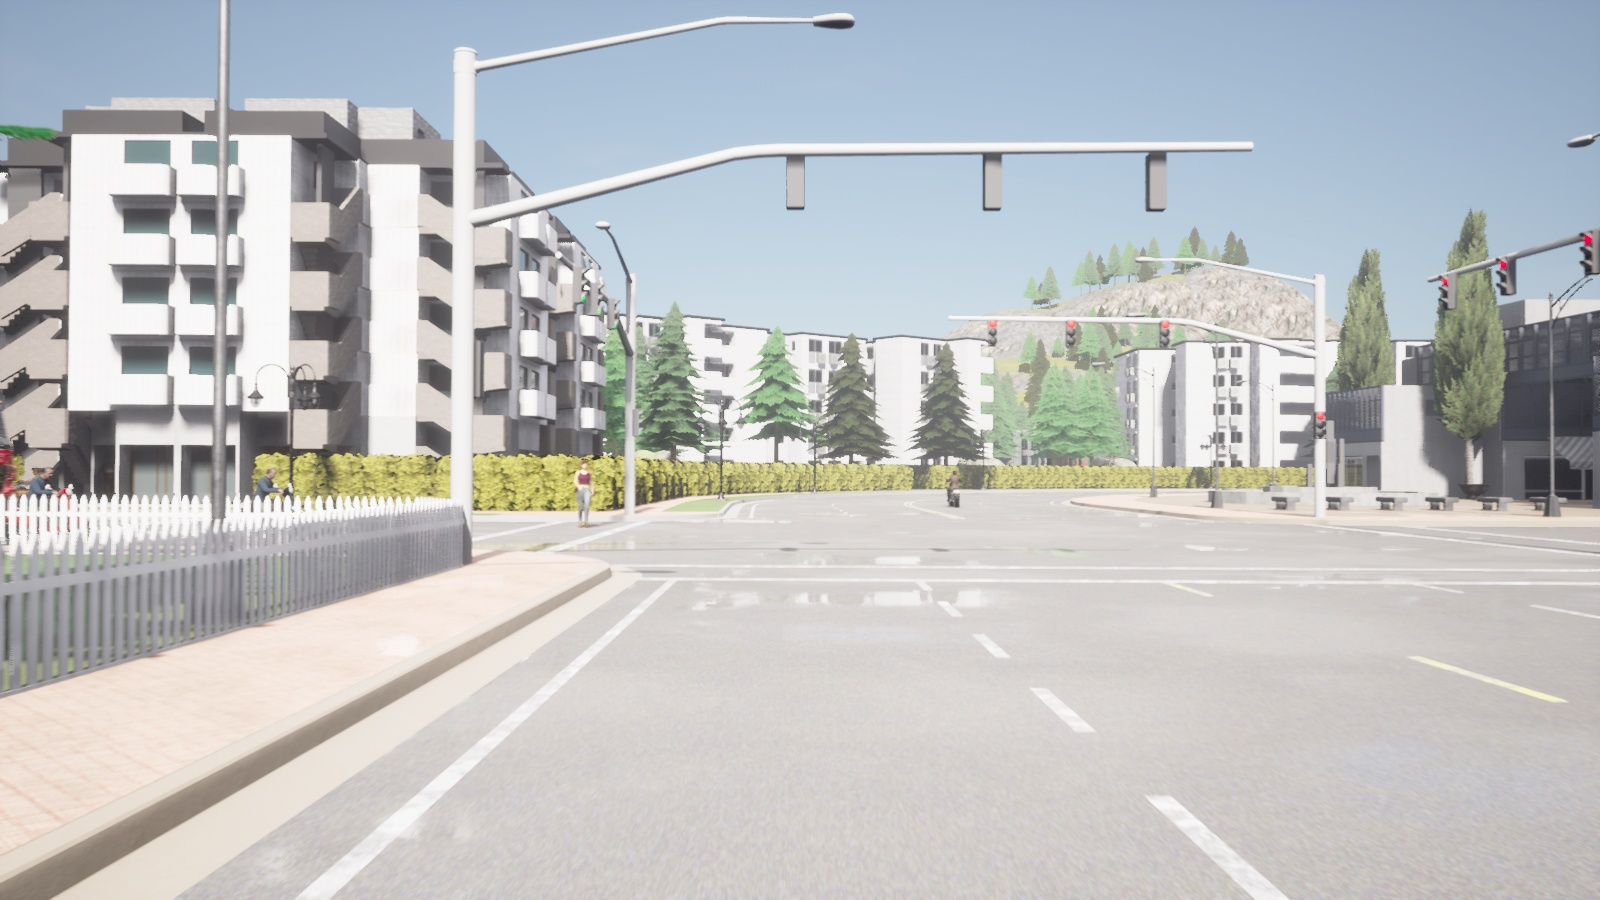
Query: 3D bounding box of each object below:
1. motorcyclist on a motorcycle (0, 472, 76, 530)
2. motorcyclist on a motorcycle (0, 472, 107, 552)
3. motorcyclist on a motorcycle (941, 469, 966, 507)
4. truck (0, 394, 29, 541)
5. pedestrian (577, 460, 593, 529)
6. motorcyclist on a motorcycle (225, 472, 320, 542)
[{"bbox_3d":[-22.265,1.461,36.226,2.350,1.649,0.766,0,-1,2],"label":"motorcyclist on a motorcycle"},{"bbox_3d":[-15.263,1.257,25.560,1.817,1.590,0.866,0,-1,1],"label":"motorcyclist on a motorcycle"},{"bbox_3d":[6.792,1.669,55.596,0.766,1.649,2.350,0,-1,-1],"label":"motorcyclist on a motorcycle"},{"bbox_3d":[-22.807,0.413,29.247,7.936,3.462,2.891,0,-1,1],"label":"truck"},{"bbox_3d":[-5.772,1.191,33.726,0.345,1.836,0.594,0,-1,-17],"label":"pedestrian"},{"bbox_3d":[-12.155,1.302,28.990,1.817,1.590,0.866,0,-1,1],"label":"motorcyclist on a motorcycle"}]
